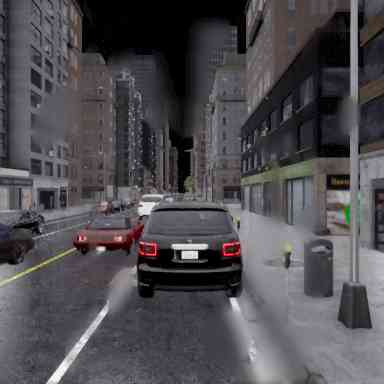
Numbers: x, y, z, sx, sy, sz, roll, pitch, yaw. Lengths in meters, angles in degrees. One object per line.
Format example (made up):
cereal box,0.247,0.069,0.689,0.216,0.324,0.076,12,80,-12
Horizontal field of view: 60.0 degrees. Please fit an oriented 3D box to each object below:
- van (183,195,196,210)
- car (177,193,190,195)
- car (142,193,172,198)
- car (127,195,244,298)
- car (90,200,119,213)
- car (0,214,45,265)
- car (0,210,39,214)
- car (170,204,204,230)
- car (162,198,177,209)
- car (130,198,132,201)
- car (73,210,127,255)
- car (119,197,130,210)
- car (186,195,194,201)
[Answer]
van,-0.287,1.343,43.983,1.690,1.788,3.998,0,0,0
car,-0.287,1.316,38.459,2.192,1.841,5.009,0,0,0
car,-3.142,1.224,28.220,2.150,2.045,5.566,0,0,0
car,-0.039,1.228,8.680,2.150,2.045,5.566,0,0,0
car,-8.813,1.583,32.928,1.802,1.307,4.206,0,0,0
car,-6.243,1.547,8.976,2.033,1.411,5.357,0,0,0
car,-8.813,1.566,16.352,1.947,1.339,4.313,0,0,0
car,-0.287,1.551,21.888,2.008,1.369,4.403,0,0,0
car,-3.046,1.527,45.641,1.812,1.442,4.674,0,0,0
car,-8.813,1.442,43.978,1.967,1.590,4.097,0,0,0
car,-3.045,1.601,13.336,1.895,1.301,4.718,0,0,0
car,-8.813,1.567,38.453,1.947,1.339,4.313,0,0,0
car,-0.572,1.470,87.873,1.967,1.590,4.097,0,0,-1
